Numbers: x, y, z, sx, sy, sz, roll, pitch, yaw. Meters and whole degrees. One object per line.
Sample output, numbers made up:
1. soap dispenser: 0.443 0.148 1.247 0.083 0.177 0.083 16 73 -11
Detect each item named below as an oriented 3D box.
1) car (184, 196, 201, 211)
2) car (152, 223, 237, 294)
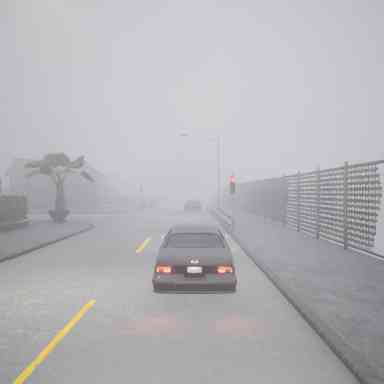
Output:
1. car: 0.100 1.564 40.552 1.994 1.385 4.181 0 0 1
2. car: 0.069 1.547 8.932 2.033 1.411 5.357 0 0 1
